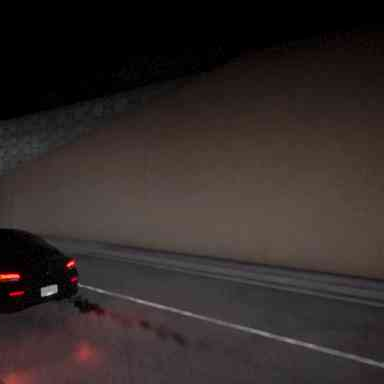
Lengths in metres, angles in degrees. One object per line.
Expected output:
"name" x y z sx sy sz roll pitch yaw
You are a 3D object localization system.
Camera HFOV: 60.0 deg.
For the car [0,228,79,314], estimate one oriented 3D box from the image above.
"car" -4.287 1.501 6.966 4.674 1.442 1.812 0 0 36
